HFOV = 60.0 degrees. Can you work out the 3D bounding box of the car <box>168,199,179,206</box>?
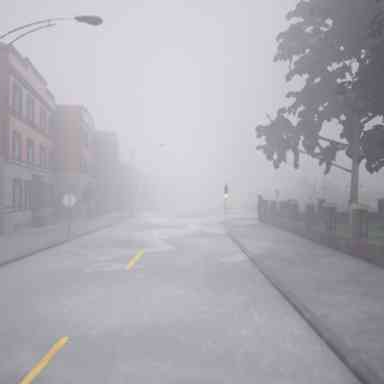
[{"bbox_3d":[-4.017,2.373,73.340,2.097,1.767,4.553,0,-1,0],"label":"car"}]
